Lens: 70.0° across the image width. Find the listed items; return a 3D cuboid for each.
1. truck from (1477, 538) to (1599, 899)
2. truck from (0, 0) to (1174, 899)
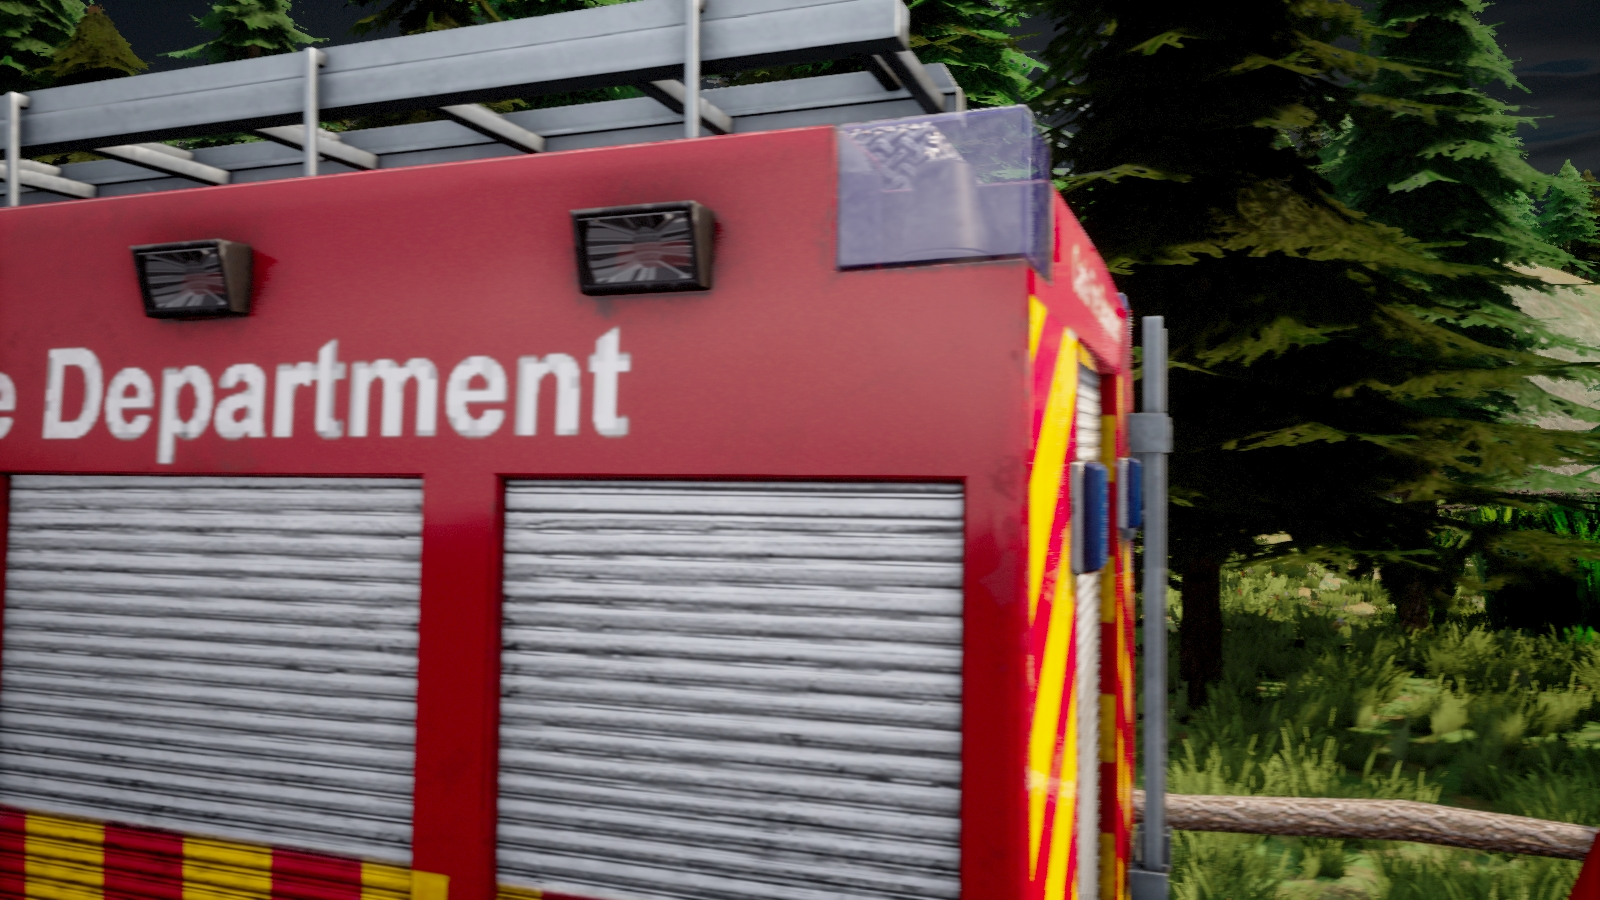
[{"bbox_3d":[4.292,1.531,1.762,5.204,2.467,2.627,0,0,20],"label":"truck"},{"bbox_3d":[-3.050,0.861,4.409,8.468,3.827,2.891,0,0,19],"label":"truck"}]
